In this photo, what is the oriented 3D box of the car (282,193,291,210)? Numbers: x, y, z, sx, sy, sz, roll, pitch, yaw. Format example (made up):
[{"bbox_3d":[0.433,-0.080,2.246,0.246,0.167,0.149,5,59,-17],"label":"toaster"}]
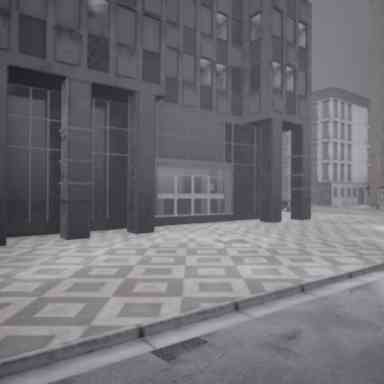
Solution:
[{"bbox_3d":[11.006,1.145,38.559,2.150,2.045,5.566,1,0,-36],"label":"car"}]
